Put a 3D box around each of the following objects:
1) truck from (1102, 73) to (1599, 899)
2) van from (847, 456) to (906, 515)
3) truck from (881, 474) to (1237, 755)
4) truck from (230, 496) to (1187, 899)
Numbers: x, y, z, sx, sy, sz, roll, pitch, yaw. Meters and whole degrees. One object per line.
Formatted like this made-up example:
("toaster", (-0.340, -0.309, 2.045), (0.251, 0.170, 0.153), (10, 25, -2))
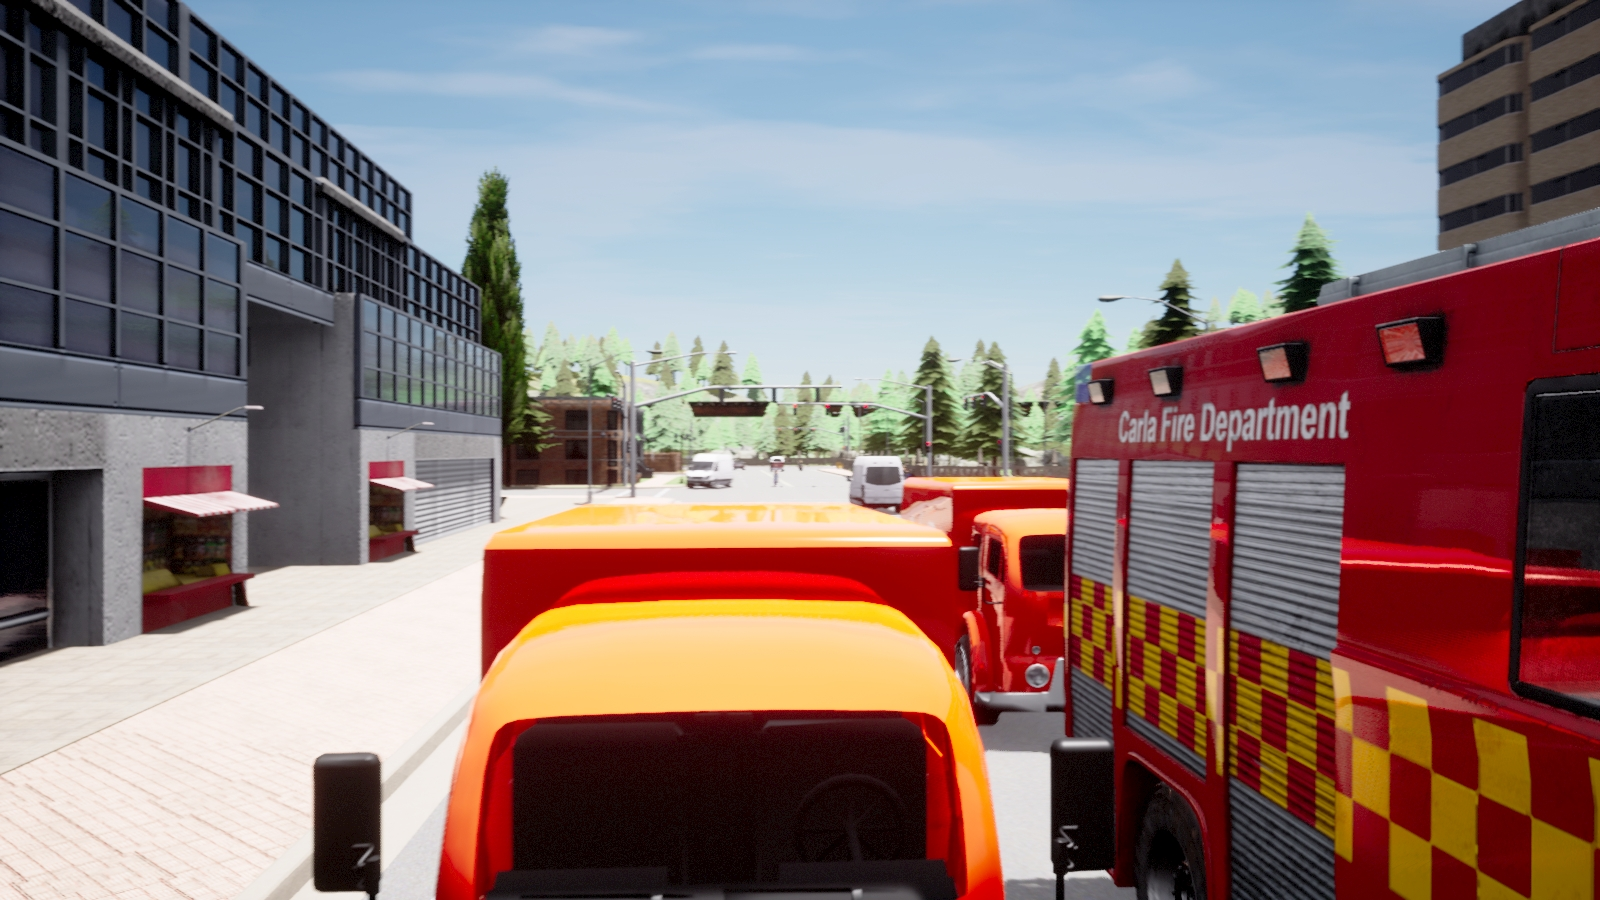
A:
("truck", (3.611, 0.892, 3.120), (2.891, 3.827, 8.468), (0, 0, -3))
("van", (3.493, 1.576, 53.412), (1.988, 2.561, 5.915), (0, 0, -4))
("truck", (2.610, 1.575, 13.237), (2.627, 2.467, 5.204), (0, 0, -4))
("truck", (-0.404, 1.574, 5.741), (2.627, 2.467, 5.204), (0, 0, -4))
